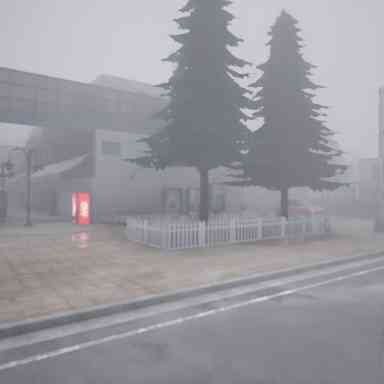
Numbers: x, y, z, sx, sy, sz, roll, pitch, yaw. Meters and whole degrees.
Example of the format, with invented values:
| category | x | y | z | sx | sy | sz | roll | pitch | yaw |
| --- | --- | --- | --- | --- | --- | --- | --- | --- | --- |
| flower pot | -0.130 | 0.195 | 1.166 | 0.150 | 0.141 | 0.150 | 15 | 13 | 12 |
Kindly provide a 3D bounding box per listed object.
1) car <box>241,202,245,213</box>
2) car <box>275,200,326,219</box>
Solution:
| category | x | y | z | sx | sy | sz | roll | pitch | yaw |
| --- | --- | --- | --- | --- | --- | --- | --- | --- | --- |
| car | 3.750 | 1.369 | 38.775 | 2.150 | 2.045 | 5.566 | 0 | 0 | -34 |
| car | 9.702 | 1.498 | 29.906 | 2.097 | 1.767 | 4.553 | 0 | 0 | -34 |
